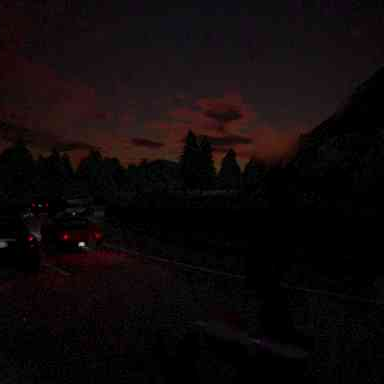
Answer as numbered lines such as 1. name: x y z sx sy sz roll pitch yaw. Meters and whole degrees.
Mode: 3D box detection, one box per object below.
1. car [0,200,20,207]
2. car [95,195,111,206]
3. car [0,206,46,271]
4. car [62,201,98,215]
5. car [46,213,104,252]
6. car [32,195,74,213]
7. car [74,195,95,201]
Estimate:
1. car: -18.598 1.795 33.109 1.837 1.490 4.892 -2 -1 -3
2. car: -15.229 1.569 57.981 2.150 2.045 5.566 0 0 12
3. car: -6.627 1.518 10.916 2.097 1.767 4.553 2 -2 -39
4. car: -11.847 1.936 35.496 1.895 1.301 4.718 0 0 -1
5. car: -5.712 1.860 15.416 1.895 1.301 4.718 1 -1 -33
6. car: -15.440 1.547 36.645 2.150 2.045 5.566 -1 -1 2
7. car: -19.224 1.571 56.126 2.150 2.045 5.566 0 0 12
